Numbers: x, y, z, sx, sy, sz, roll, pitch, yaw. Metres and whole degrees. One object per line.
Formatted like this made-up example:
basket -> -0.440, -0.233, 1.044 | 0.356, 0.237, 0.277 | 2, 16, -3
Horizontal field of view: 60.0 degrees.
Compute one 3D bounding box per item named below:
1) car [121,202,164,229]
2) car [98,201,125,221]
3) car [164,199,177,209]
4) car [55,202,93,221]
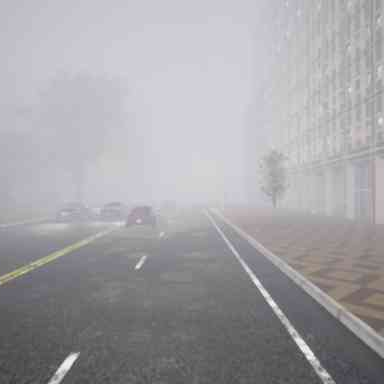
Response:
car -> -3.171, 1.566, 22.116 | 1.812, 1.442, 4.674 | 0, 0, 0
car -> -6.536, 1.574, 28.327 | 1.837, 1.490, 4.892 | 0, -1, 0
car -> -3.190, 1.677, 47.639 | 2.033, 1.411, 5.357 | 0, 0, 0
car -> -9.790, 1.566, 27.971 | 2.128, 1.511, 4.902 | 0, 0, 0
